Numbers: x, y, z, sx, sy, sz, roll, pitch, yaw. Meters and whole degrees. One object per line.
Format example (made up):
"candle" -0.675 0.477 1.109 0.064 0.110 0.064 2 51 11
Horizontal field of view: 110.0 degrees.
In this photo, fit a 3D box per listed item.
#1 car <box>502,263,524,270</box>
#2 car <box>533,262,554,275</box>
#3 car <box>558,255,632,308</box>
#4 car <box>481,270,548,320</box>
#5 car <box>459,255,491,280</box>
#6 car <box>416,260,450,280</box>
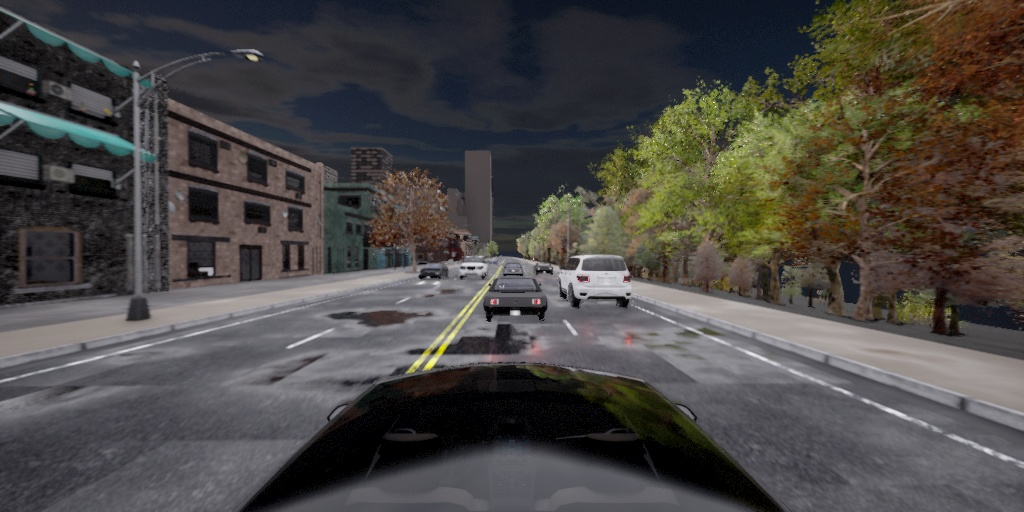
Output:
"car" 0.101 1.293 32.441 2.033 1.411 5.357 0 0 0
"car" 3.317 1.345 38.965 1.895 1.301 4.718 0 0 -1
"car" 3.352 0.969 15.373 2.150 2.045 5.566 0 0 0
"car" 0.102 1.349 12.550 1.895 1.301 4.718 0 0 0
"car" -3.351 0.968 32.102 2.150 2.045 5.566 0 0 0
"car" -6.597 1.293 30.946 2.033 1.411 5.357 0 0 0
